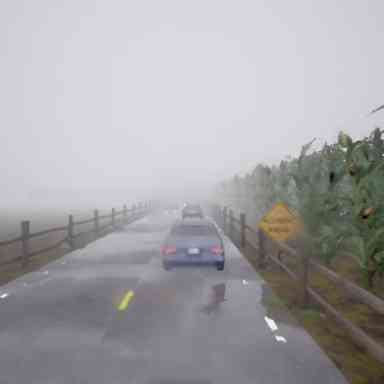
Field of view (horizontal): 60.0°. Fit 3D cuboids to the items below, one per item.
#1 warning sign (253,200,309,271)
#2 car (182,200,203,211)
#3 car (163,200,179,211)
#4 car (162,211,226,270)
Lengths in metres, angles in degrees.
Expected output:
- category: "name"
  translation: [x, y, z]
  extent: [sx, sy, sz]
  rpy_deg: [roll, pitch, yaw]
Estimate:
- category: "warning sign"
  translation: [2.444, 1.165, 9.324]
  extent: [1.300, 1.860, 1.060]
  rpy_deg: [0, 0, 0]
- category: "car"
  translation: [0.060, 1.752, 31.592]
  extent: [1.994, 1.385, 4.181]
  rpy_deg: [0, 0, 0]
- category: "car"
  translation: [-2.877, 1.843, 46.070]
  extent: [1.994, 1.385, 4.181]
  rpy_deg: [0, 0, 0]
- category: "car"
  translation: [0.058, 1.609, 11.214]
  extent: [2.033, 1.411, 5.357]
  rpy_deg: [0, 0, 0]
